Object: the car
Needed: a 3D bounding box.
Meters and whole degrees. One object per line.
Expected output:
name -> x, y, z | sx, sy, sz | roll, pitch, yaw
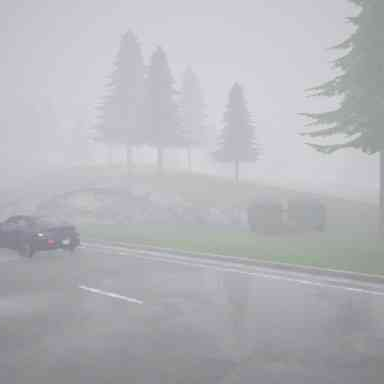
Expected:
car -> -6.162, 1.526, 12.685 | 4.674, 1.442, 1.812 | 0, 0, 35
